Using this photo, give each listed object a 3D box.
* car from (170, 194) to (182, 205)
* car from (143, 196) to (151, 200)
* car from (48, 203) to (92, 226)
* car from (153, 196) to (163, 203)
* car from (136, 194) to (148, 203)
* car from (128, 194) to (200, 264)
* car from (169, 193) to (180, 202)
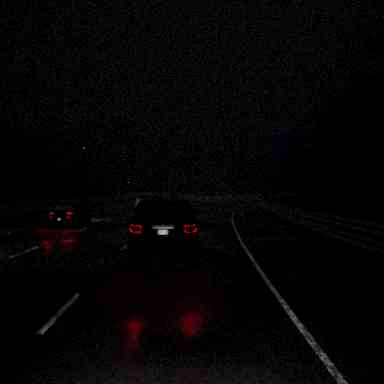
[{"bbox_3d":[-2.893,1.317,59.496,2.097,1.767,4.553,0,0,-3],"label":"car"},{"bbox_3d":[-12.629,1.662,93.440,1.895,1.301,4.718,0,0,-6],"label":"car"},{"bbox_3d":[-8.232,1.480,22.704,1.812,1.442,4.674,0,0,-2],"label":"car"},{"bbox_3d":[-6.745,1.480,66.643,1.837,1.490,4.892,0,-1,-4],"label":"car"},{"bbox_3d":[-10.404,1.331,69.022,2.097,1.767,4.553,0,0,-4],"label":"car"},{"bbox_3d":[-0.913,1.209,11.970,2.150,2.045,5.566,0,0,-2],"label":"car"},{"bbox_3d":[-3.990,1.235,75.546,2.150,2.045,5.566,0,0,-5],"label":"car"}]
